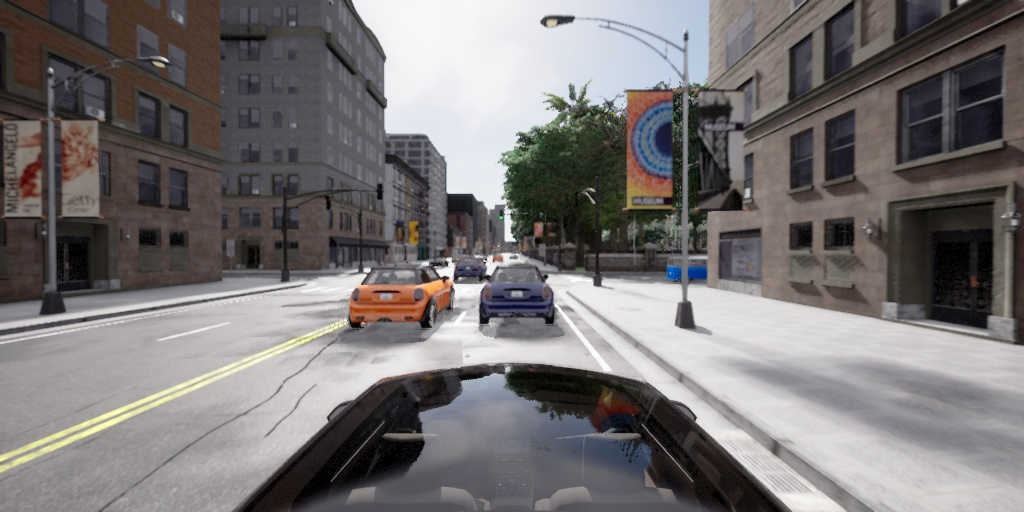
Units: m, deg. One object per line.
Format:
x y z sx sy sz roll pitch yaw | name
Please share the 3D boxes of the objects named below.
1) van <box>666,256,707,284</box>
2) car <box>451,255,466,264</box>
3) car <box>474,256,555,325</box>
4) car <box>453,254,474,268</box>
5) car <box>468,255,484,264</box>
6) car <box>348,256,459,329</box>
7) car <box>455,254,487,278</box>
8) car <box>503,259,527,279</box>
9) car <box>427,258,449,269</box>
12.263 0.941 23.557 3.998 1.789 1.690 0 0 1 | van
-9.485 0.613 63.593 1.837 1.490 4.892 0 1 1 | car
0.146 1.005 11.603 2.097 1.767 4.553 0 1 0 | car
-6.365 0.634 47.491 2.097 1.767 4.553 0 1 1 | car
-6.250 0.608 62.895 2.128 1.511 4.902 0 1 1 | car
-3.108 1.010 11.023 2.097 1.767 4.553 0 1 0 | car
-3.029 0.844 26.914 2.097 1.767 4.553 0 1 0 | car
0.232 0.999 29.393 1.812 1.442 4.674 0 1 0 | car
-9.618 0.888 47.027 1.895 1.301 4.718 0 1 1 | car
